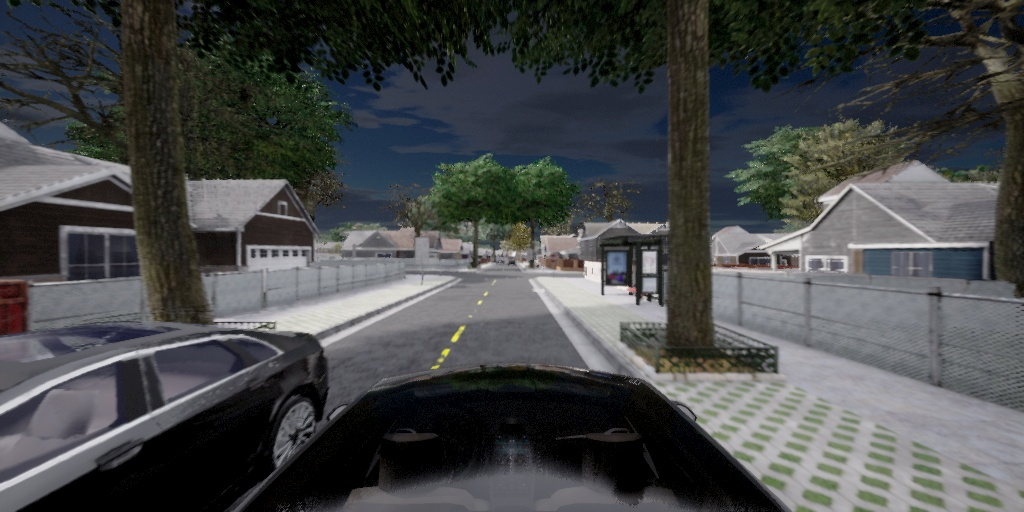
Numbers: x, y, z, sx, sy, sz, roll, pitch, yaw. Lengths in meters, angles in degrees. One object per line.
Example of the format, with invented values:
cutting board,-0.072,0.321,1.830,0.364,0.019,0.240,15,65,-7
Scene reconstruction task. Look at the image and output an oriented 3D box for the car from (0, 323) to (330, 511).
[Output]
car,-2.850,1.241,1.851,2.128,1.511,4.902,0,0,0
